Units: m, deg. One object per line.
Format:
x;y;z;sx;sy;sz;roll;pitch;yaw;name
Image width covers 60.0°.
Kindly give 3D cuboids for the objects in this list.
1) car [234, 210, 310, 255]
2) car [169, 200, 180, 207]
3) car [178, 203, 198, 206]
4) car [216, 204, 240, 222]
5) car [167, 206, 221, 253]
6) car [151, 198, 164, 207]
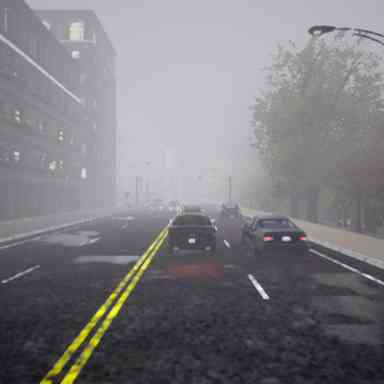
3.250;1.684;13.976;2.033;1.411;5.357;0;-1;0;car
-3.258;2.203;63.432;1.994;1.385;4.181;0;-1;0;car
0.005;1.852;29.299;1.994;1.385;4.181;0;-1;0;car
3.254;1.780;29.280;2.128;1.511;4.902;0;0;0;car
0.007;1.620;14.464;1.882;1.535;5.008;0;0;0;car
-6.505;1.989;63.652;2.097;1.767;4.553;0;0;0;car
